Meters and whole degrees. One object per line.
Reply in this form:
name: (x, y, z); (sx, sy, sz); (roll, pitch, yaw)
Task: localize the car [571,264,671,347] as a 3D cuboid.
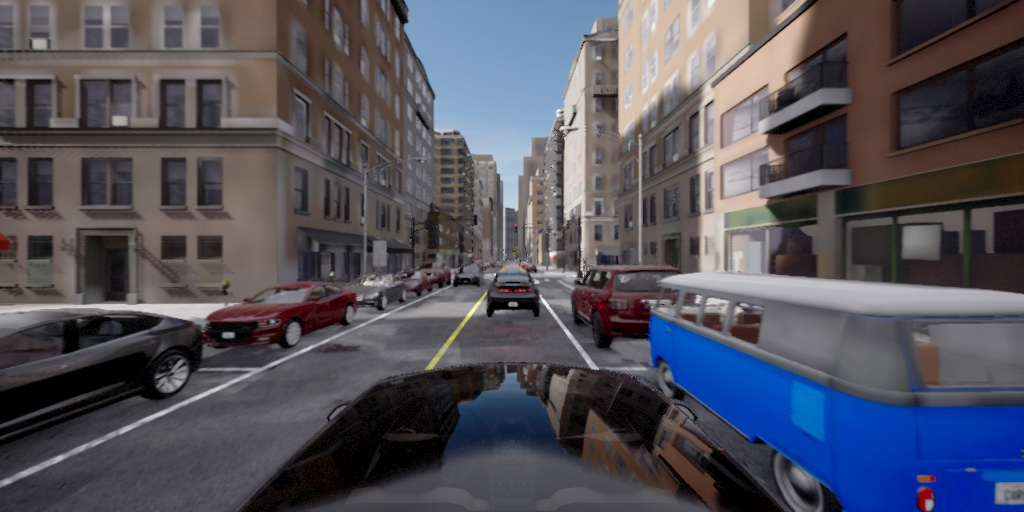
car: (2.857, 1.131, 9.442); (2.192, 1.841, 5.009); (0, 0, 0)

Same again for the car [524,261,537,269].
car: (2.857, 1.809, 53.192); (1.802, 1.307, 4.207); (0, 0, 0)

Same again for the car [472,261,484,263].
car: (-5.668, 1.808, 53.165); (1.802, 1.307, 4.207); (0, 0, 0)

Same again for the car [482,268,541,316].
car: (0.045, 1.358, 13.879); (1.837, 1.490, 4.892); (0, -1, 0)

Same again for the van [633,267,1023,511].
van: (2.857, 1.109, 3.857); (1.690, 1.789, 3.998); (0, 0, 0)

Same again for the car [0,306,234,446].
car: (-5.669, 1.334, 3.837); (1.948, 1.339, 4.313); (0, 0, 0)

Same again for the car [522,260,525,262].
car: (2.857, 1.808, 58.925); (1.751, 1.417, 4.829); (0, 0, 0)

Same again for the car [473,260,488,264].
car: (-5.668, 1.597, 58.729); (2.192, 1.841, 5.009); (0, 0, 0)

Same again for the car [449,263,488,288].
car: (-3.047, 1.471, 26.019); (1.837, 1.490, 4.892); (0, -1, 1)

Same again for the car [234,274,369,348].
car: (-5.669, 1.361, 9.419); (1.888, 1.381, 4.507); (0, 0, 0)

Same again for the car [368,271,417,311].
car: (-5.668, 1.416, 15.002); (2.007, 1.370, 4.403); (0, 0, 0)

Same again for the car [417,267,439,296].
car: (-5.668, 1.497, 20.584); (1.802, 1.307, 4.207); (0, 0, 0)

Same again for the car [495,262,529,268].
car: (0.013, 1.441, 25.753); (1.882, 1.535, 5.008); (0, -1, 0)

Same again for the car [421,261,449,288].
car: (-5.668, 1.281, 26.166); (2.192, 1.841, 5.009); (0, 0, 0)
